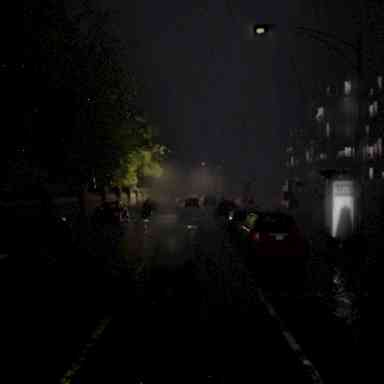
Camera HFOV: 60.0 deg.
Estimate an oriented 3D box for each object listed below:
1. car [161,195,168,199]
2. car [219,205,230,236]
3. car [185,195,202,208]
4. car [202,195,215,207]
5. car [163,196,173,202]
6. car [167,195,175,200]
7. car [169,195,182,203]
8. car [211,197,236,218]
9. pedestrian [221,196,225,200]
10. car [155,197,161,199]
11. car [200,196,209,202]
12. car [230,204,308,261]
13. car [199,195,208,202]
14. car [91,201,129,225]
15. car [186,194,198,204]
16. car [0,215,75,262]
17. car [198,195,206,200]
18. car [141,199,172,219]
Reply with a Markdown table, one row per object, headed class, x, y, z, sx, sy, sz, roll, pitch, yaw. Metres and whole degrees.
| class | x | y | z | sx | sy | sz | roll | pitch | yaw |
| --- | --- | --- | --- | --- | --- | --- | --- | --- | --- |
| car | -5.686 | 1.538 | 57.185 | 2.008 | 1.369 | 4.403 | 0 | 0 | 0 |
| car | 2.691 | 1.564 | 17.757 | 1.802 | 1.307 | 4.206 | 0 | 0 | 0 |
| car | 0.039 | 1.462 | 47.302 | 1.882 | 1.535 | 5.008 | 0 | 0 | 1 |
| car | 2.695 | 1.300 | 51.550 | 2.192 | 1.841 | 5.009 | 0 | 0 | 0 |
| car | -5.683 | 1.546 | 79.712 | 2.008 | 1.369 | 4.403 | 0 | 0 | 0 |
| car | -5.683 | 1.592 | 90.976 | 1.802 | 1.307 | 4.206 | 0 | 0 | 0 |
| car | -2.993 | 1.509 | 69.681 | 2.128 | 1.511 | 4.902 | 0 | 0 | 0 |
| car | 3.003 | 1.459 | 29.733 | 1.882 | 1.535 | 5.008 | 0 | 0 | 0 |
| pedestrian | 3.003 | 1.276 | 32.737 | 0.375 | 1.860 | 0.375 | 0 | 0 | -3 |
| car | -5.687 | 1.567 | 45.919 | 1.802 | 1.307 | 4.206 | 0 | 0 | 0 |
| car | 2.696 | 1.516 | 74.250 | 1.752 | 1.417 | 4.829 | 0 | 0 | 0 |
| car | 2.691 | 1.426 | 12.125 | 1.967 | 1.590 | 4.097 | 0 | 0 | 0 |
| car | 2.697 | 1.435 | 79.712 | 1.967 | 1.590 | 4.097 | 0 | 0 | 0 |
| car | -5.689 | 1.421 | 23.389 | 1.967 | 1.590 | 4.097 | 0 | 0 | 0 |
| car | 0.007 | 1.340 | 64.422 | 2.097 | 1.767 | 4.553 | 0 | 0 | 0 |
| car | -5.689 | 1.552 | 12.126 | 1.947 | 1.339 | 4.313 | 0 | 0 | 0 |
| car | 2.698 | 1.576 | 90.975 | 1.947 | 1.339 | 4.313 | 0 | 0 | 0 |
| car | -3.095 | 1.545 | 28.388 | 1.994 | 1.385 | 4.181 | 0 | 0 | 0 |
